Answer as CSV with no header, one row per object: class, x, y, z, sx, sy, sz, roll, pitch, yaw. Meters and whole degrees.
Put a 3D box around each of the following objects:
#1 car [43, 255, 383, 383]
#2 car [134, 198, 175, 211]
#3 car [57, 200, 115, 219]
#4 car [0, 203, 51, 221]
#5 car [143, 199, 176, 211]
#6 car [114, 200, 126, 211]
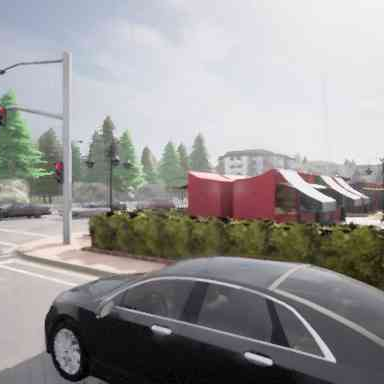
car,0.248,1.509,3.815,4.892,1.490,1.837,0,0,35
car,-4.329,1.440,37.289,2.097,1.767,4.553,0,0,36
car,-9.632,1.688,29.971,1.895,1.301,4.718,0,0,36
car,-14.975,1.639,28.533,2.033,1.411,5.357,0,0,39
car,-4.145,1.656,43.495,1.994,1.385,4.181,0,0,37
car,-9.381,1.583,36.283,2.128,1.511,4.902,0,0,36
